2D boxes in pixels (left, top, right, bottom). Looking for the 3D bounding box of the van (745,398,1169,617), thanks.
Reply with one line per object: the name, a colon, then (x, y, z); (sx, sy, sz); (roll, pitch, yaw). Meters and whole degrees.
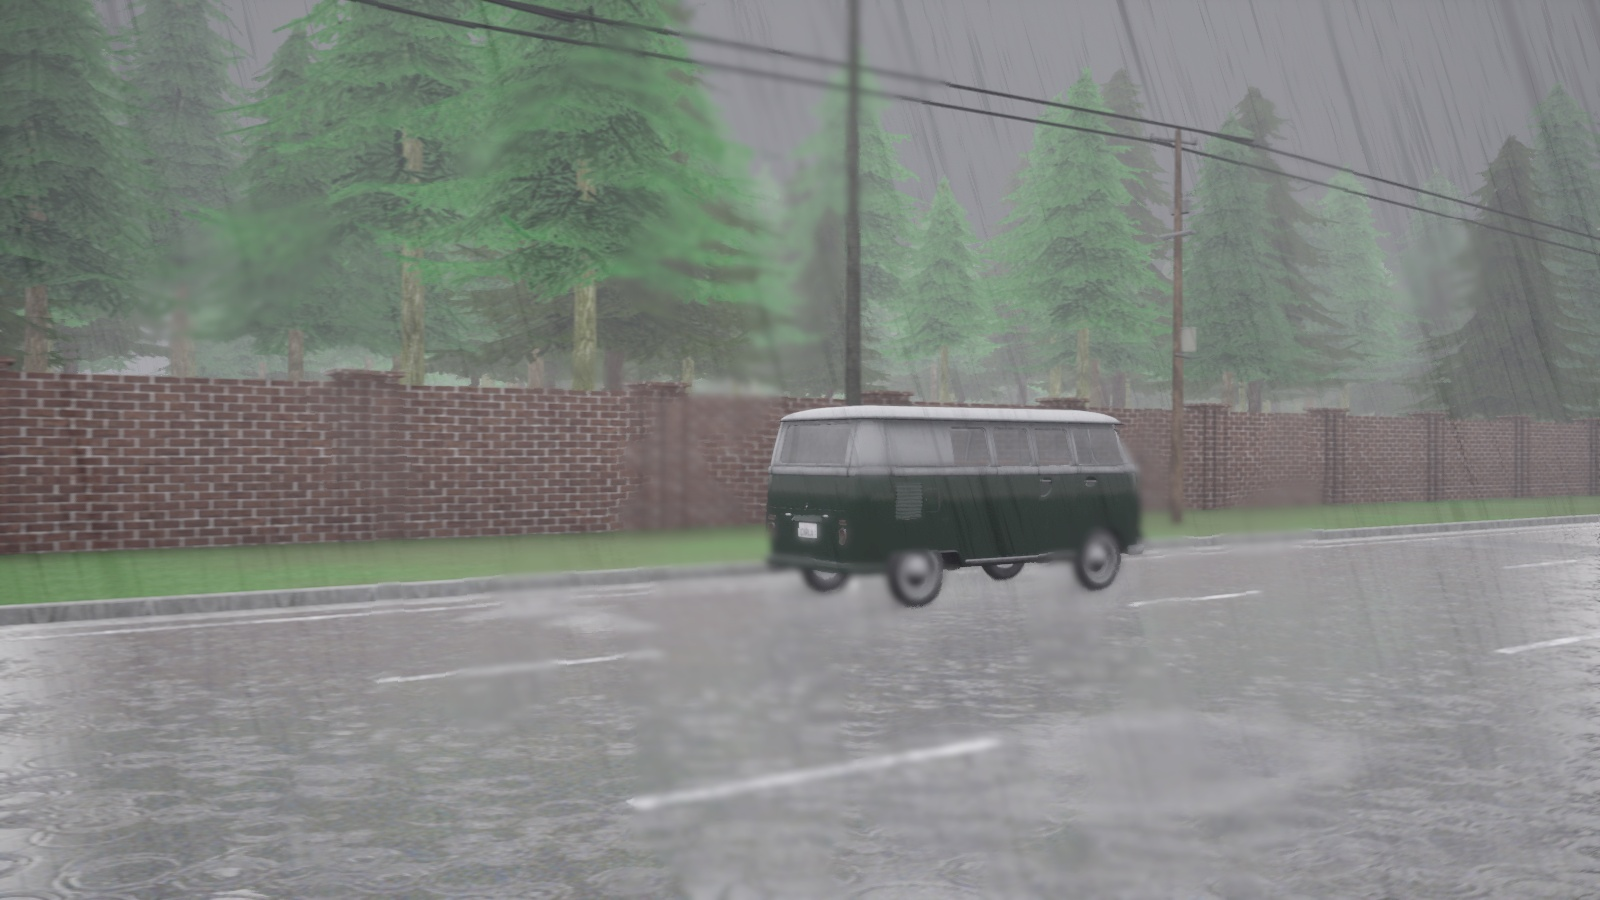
van: (1.772, 0.527, 13.421); (4.442, 1.987, 1.775); (0, 0, -35)
